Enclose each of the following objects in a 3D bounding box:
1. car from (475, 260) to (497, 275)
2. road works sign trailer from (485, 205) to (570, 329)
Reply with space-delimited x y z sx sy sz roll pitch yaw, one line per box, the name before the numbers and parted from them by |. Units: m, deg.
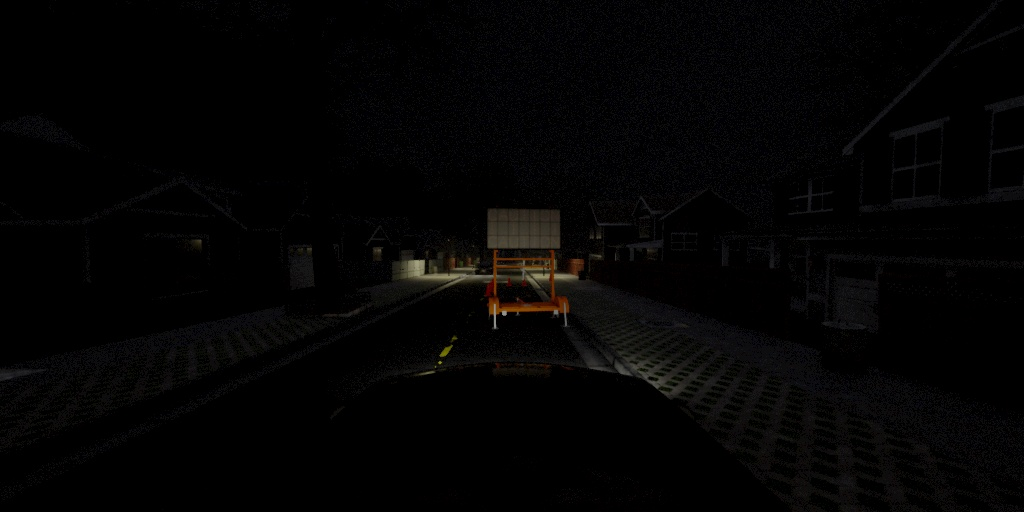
car | -2.888 1.289 39.042 1.812 1.442 4.674 0 0 0
road works sign trailer | 0.351 0.209 11.333 2.380 3.560 2.880 0 0 -7
